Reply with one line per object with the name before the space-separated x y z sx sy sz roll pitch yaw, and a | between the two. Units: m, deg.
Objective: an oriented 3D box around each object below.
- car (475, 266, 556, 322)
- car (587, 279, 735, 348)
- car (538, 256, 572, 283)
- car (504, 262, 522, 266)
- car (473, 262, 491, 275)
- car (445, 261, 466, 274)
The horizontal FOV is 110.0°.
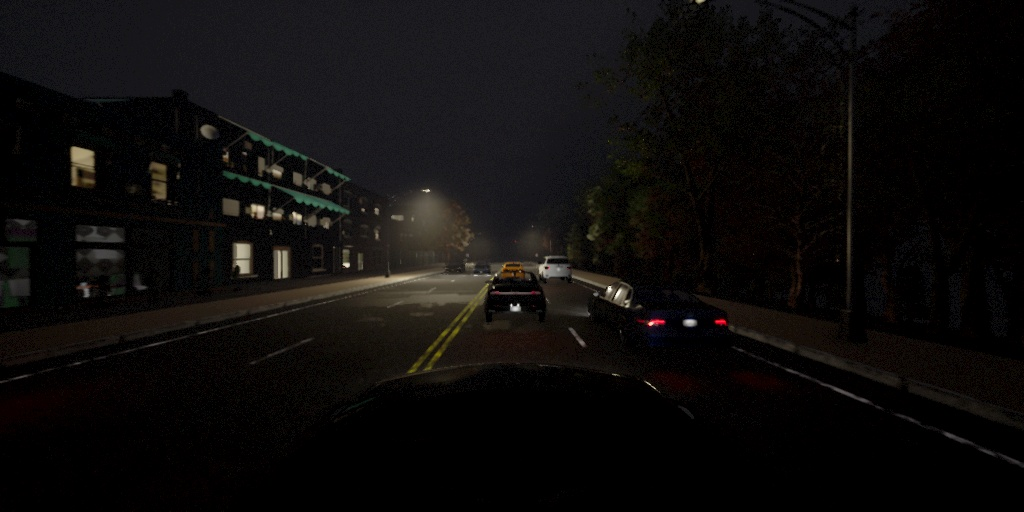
car | 0.098 1.263 12.412 2.128 1.511 4.902 0 0 0
car | 3.346 1.313 9.249 2.033 1.411 5.357 0 0 0
car | 3.343 1.025 28.464 2.150 2.045 5.566 0 0 0
car | 0.093 1.286 30.742 1.882 1.535 5.008 0 0 0
car | -3.352 1.377 41.555 2.033 1.411 5.357 0 0 0
car | -6.598 1.309 42.308 1.882 1.535 5.008 0 0 0
